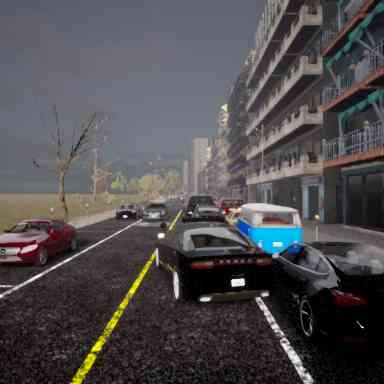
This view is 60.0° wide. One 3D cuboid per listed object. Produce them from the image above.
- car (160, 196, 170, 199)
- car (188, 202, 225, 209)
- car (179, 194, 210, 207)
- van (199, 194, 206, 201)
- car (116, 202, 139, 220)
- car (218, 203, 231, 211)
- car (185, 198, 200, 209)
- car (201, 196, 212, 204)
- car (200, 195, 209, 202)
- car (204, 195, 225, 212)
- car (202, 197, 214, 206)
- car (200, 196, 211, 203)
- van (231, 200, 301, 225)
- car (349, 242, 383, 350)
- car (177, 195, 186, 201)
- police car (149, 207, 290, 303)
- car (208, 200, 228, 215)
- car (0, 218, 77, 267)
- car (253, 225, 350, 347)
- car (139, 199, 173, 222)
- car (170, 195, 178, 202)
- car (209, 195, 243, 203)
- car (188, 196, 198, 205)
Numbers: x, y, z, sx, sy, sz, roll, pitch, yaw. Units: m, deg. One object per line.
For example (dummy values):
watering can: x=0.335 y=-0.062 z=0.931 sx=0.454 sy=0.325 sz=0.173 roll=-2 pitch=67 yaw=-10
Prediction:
car: x=-5.183 y=1.541 z=56.483 sx=1.752 sy=1.417 sz=4.829 roll=1 pitch=0 yaw=0
car: x=0.865 y=1.510 z=18.645 sx=1.837 sy=1.490 sz=4.892 roll=0 pitch=0 yaw=0
car: x=0.435 y=1.225 z=24.585 sx=2.150 sy=2.045 sz=5.566 roll=0 pitch=0 yaw=-5
van: x=2.762 y=1.369 z=85.508 sx=1.690 sy=1.788 sz=3.998 roll=1 pitch=0 yaw=0
car: x=-5.245 y=1.572 z=28.383 sx=1.947 sy=1.339 sz=4.313 roll=1 pitch=0 yaw=0
car: x=2.613 y=1.529 z=17.746 sx=1.752 sy=1.417 sz=4.829 roll=1 pitch=0 yaw=0
car: x=0.114 y=1.559 z=46.480 sx=2.033 sy=1.411 sz=5.357 roll=0 pitch=0 yaw=1
car: x=2.711 y=1.543 z=63.034 sx=1.752 sy=1.417 sz=4.829 roll=1 pitch=0 yaw=0
car: x=2.736 y=1.463 z=74.186 sx=1.967 sy=1.590 sz=4.097 roll=1 pitch=0 yaw=0
car: x=2.664 y=1.324 z=40.220 sx=2.192 sy=1.841 sz=5.009 roll=1 pitch=0 yaw=0
car: x=2.699 y=1.541 z=57.373 sx=1.752 sy=1.417 sz=4.829 roll=1 pitch=0 yaw=0
car: x=2.723 y=1.571 z=68.524 sx=2.008 sy=1.369 sz=4.403 roll=1 pitch=0 yaw=0
van: x=2.602 y=1.344 z=11.915 sx=1.690 sy=1.788 sz=3.998 roll=1 pitch=0 yaw=0
car: x=2.578 y=1.315 z=0.593 sx=2.192 sy=1.841 sz=5.009 roll=1 pitch=0 yaw=0
car: x=-2.565 y=1.519 z=85.245 sx=2.128 sy=1.511 sz=4.902 roll=0 pitch=0 yaw=0
police car: x=0.226 y=1.427 z=8.499 sx=1.930 sy=1.638 sz=5.238 roll=0 pitch=0 yaw=-13
car: x=2.649 y=1.590 z=34.559 sx=1.802 sy=1.307 sz=4.206 roll=1 pitch=0 yaw=0
car: x=-5.282 y=1.584 z=11.420 sx=1.802 sy=1.307 sz=4.206 roll=1 pitch=0 yaw=0
car: x=2.587 y=1.567 z=6.253 sx=1.947 sy=1.339 sz=4.313 roll=1 pitch=0 yaw=0
car: x=-2.792 y=1.531 z=26.670 sx=1.812 sy=1.442 sz=4.674 roll=0 pitch=0 yaw=0
car: x=-5.134 y=1.575 z=79.268 sx=2.008 sy=1.369 sz=4.403 roll=1 pitch=0 yaw=0
car: x=2.627 y=1.320 z=23.237 sx=2.192 sy=1.841 sz=5.009 roll=1 pitch=0 yaw=0
car: x=0.131 y=1.542 z=60.260 sx=1.812 sy=1.442 sz=4.674 roll=0 pitch=0 yaw=0
